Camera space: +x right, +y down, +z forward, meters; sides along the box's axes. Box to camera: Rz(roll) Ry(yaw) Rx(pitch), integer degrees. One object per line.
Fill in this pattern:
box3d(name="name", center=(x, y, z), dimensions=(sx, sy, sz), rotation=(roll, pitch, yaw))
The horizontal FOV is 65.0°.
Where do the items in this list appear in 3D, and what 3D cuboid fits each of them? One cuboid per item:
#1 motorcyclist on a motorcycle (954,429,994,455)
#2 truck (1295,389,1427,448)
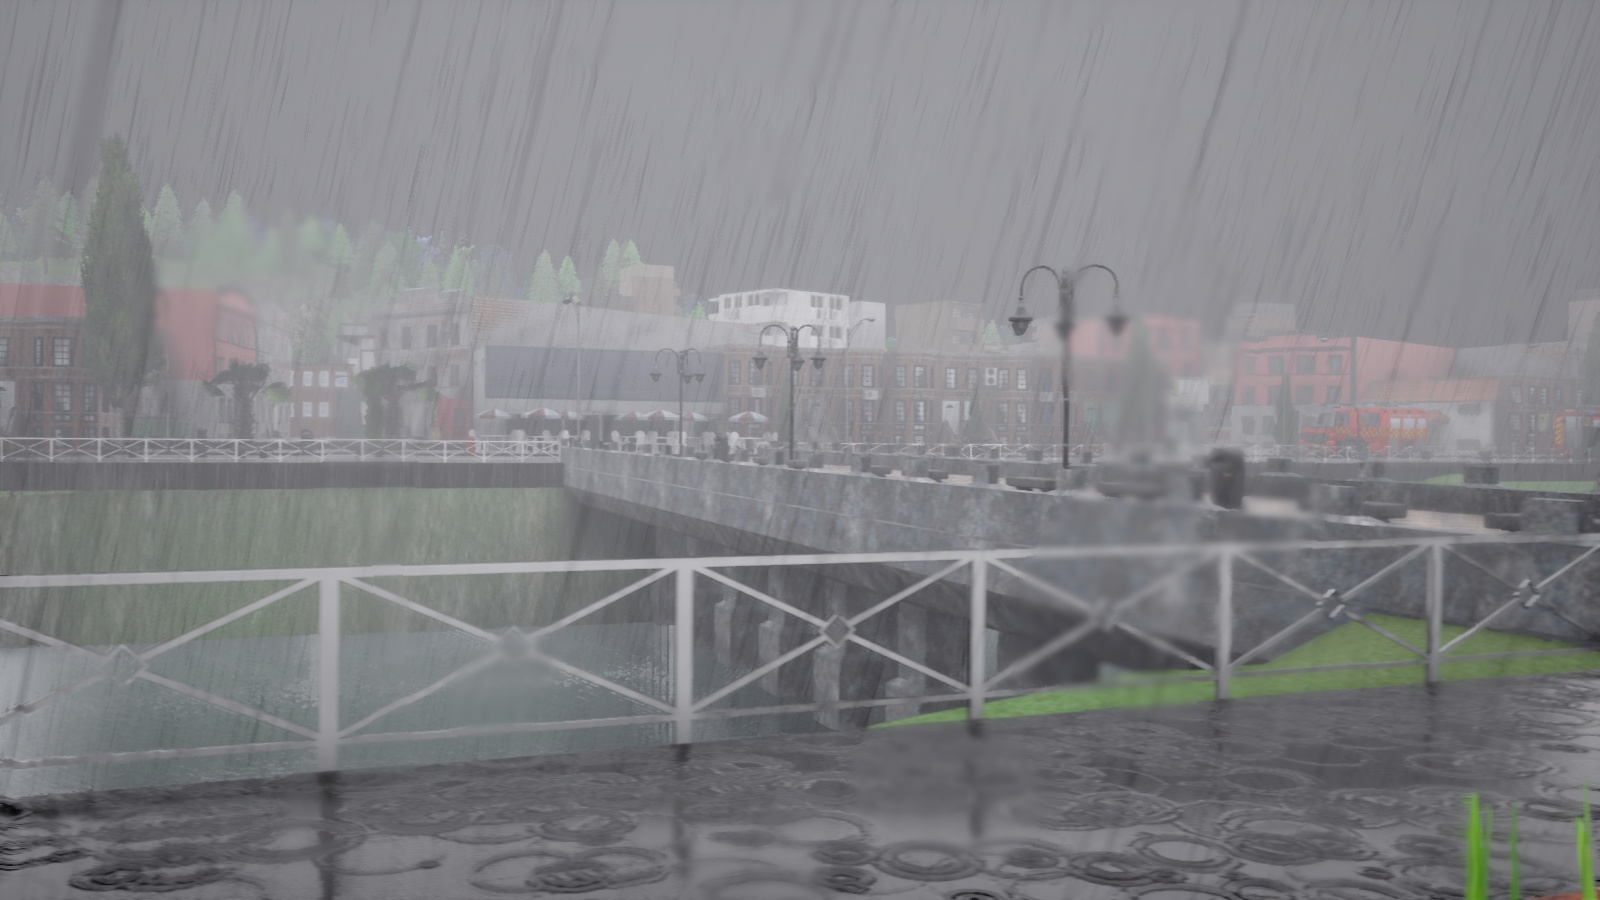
box3d(name="motorcyclist on a motorcycle", center=(10.208, -0.475, 73.627), dimensions=(2.191, 1.530, 0.866), rotation=(-1, 1, -21))
box3d(name="truck", center=(37.554, -2.140, 84.003), dimensions=(8.468, 3.827, 2.891), rotation=(-1, 1, -21))
